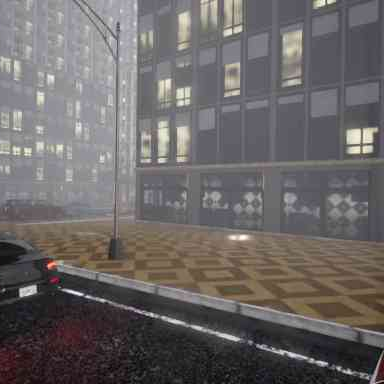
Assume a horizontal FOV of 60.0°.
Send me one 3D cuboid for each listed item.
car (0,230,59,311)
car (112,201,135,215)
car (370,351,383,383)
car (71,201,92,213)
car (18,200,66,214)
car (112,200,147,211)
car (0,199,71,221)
[{"bbox_3d":[-4.674,1.522,7.001,4.674,1.442,1.812,0,0,35],"label":"car"},{"bbox_3d":[-6.994,1.830,38.448,1.752,1.417,4.829,1,0,36],"label":"car"},{"bbox_3d":[3.219,1.353,1.393,4.553,1.767,2.097,0,0,35],"label":"car"},{"bbox_3d":[-13.874,1.743,38.848,1.994,1.385,4.181,1,0,37],"label":"car"},{"bbox_3d":[-17.290,1.643,38.599,1.752,1.417,4.829,1,0,36],"label":"car"},{"bbox_3d":[-8.587,1.858,46.027,1.895,1.301,4.718,1,0,36],"label":"car"},{"bbox_3d":[-13.780,1.519,29.228,2.192,1.841,5.009,1,0,36],"label":"car"}]
